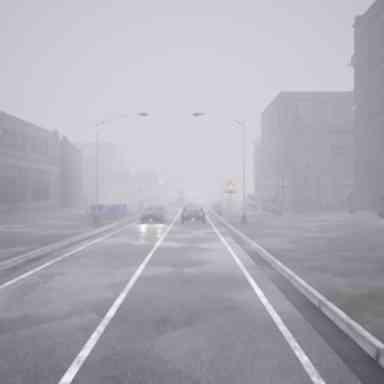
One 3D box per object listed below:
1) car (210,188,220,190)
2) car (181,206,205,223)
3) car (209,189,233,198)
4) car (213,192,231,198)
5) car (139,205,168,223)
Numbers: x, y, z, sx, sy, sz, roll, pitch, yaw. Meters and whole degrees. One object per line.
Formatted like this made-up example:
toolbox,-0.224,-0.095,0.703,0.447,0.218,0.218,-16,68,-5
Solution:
car,8.104,0.503,93.374,4.553,1.767,2.185,0,2,-1
car,0.097,1.809,27.573,1.895,1.301,4.718,0,-1,0
car,8.014,0.819,87.867,5.366,1.575,1.946,0,2,-1
car,8.171,0.764,90.626,4.674,1.452,2.002,0,2,-1
car,-3.056,1.754,27.468,2.033,1.411,5.357,0,-1,0
